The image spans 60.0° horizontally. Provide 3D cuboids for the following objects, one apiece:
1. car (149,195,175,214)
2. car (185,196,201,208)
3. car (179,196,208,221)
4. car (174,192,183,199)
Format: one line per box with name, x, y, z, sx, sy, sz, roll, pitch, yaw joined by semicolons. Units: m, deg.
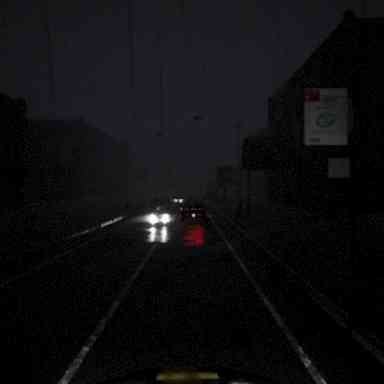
car;-3.081;1.254;32.763;2.128;1.511;4.902;0;0;0
car;0.120;1.241;41.671;1.994;1.385;4.181;0;1;0
car;0.112;1.332;25.184;1.837;1.490;4.892;0;0;0
car;-2.965;0.790;73.910;2.128;1.511;4.902;0;1;0
